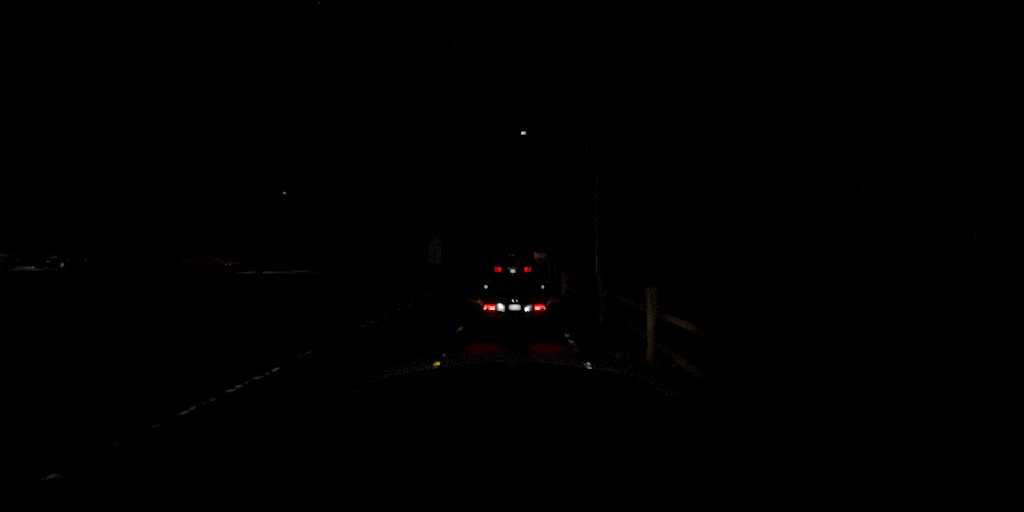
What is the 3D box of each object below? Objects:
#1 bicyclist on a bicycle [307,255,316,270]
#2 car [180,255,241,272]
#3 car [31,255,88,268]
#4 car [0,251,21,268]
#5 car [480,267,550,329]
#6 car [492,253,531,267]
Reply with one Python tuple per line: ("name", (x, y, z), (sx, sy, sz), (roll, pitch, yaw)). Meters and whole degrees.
("bicyclist on a bicycle", (-22.514, 0.733, 40.253), (0.582, 1.620, 1.656), (1, 1, 1))
("car", (-28.801, 0.727, 34.333), (5.008, 1.535, 1.882), (1, 1, 1))
("car", (-47.124, 0.552, 37.396), (4.181, 1.385, 1.994), (1, 1, 1))
("car", (-51.298, 0.179, 34.628), (5.566, 2.045, 2.150), (1, 1, 1))
("car", (0.071, 1.249, 10.993), (2.033, 1.411, 5.357), (0, 0, 0))
("car", (0.005, 0.869, 21.432), (2.150, 2.045, 5.566), (0, 0, -1))
